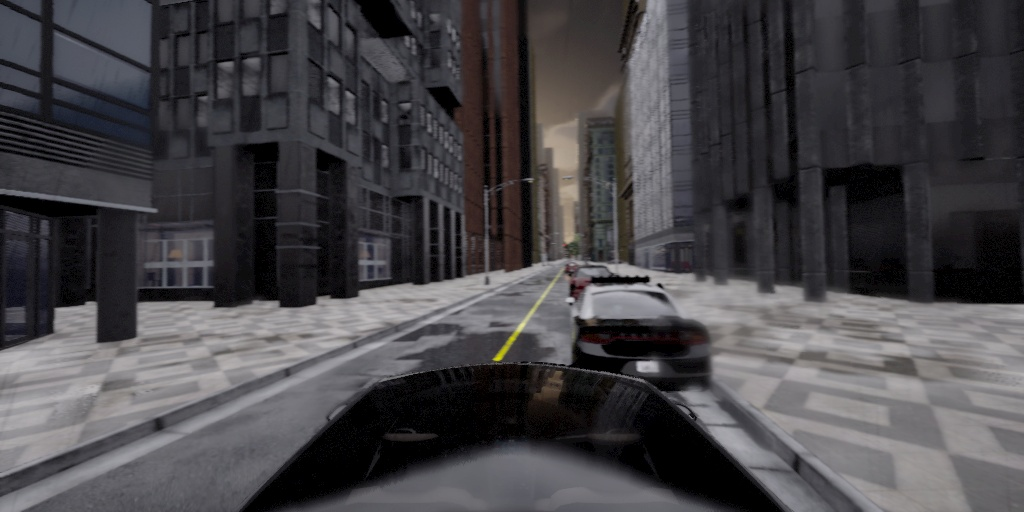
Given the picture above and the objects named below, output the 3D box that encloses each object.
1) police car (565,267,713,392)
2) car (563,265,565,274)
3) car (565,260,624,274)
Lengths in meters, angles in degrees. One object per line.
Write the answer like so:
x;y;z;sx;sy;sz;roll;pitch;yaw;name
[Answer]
2.096;1.188;7.002;1.930;1.638;5.238;-1;-1;9;police car
7.675;1.577;46.107;1.812;1.442;4.674;-1;-1;10;car
3.692;1.182;16.733;2.097;1.767;4.553;-1;-1;9;car
